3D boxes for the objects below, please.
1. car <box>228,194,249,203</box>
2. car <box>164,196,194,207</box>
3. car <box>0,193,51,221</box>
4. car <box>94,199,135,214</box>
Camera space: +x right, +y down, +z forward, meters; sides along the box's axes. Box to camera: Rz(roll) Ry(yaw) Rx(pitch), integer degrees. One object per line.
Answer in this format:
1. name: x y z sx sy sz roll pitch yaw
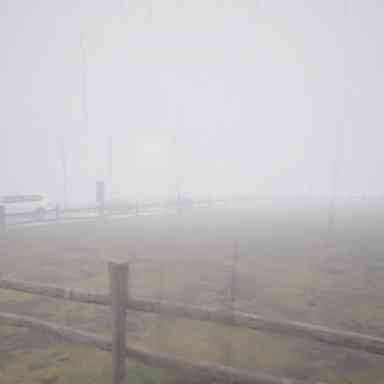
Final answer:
1. car: 7.631 1.005 54.476 1.882 1.535 5.008 1 1 36
2. car: -1.601 1.242 41.840 1.994 1.385 4.181 1 1 36
3. car: -13.560 1.141 25.237 2.150 2.045 5.566 1 1 35
4. car: -7.715 1.366 33.386 1.994 1.385 4.181 1 1 36
